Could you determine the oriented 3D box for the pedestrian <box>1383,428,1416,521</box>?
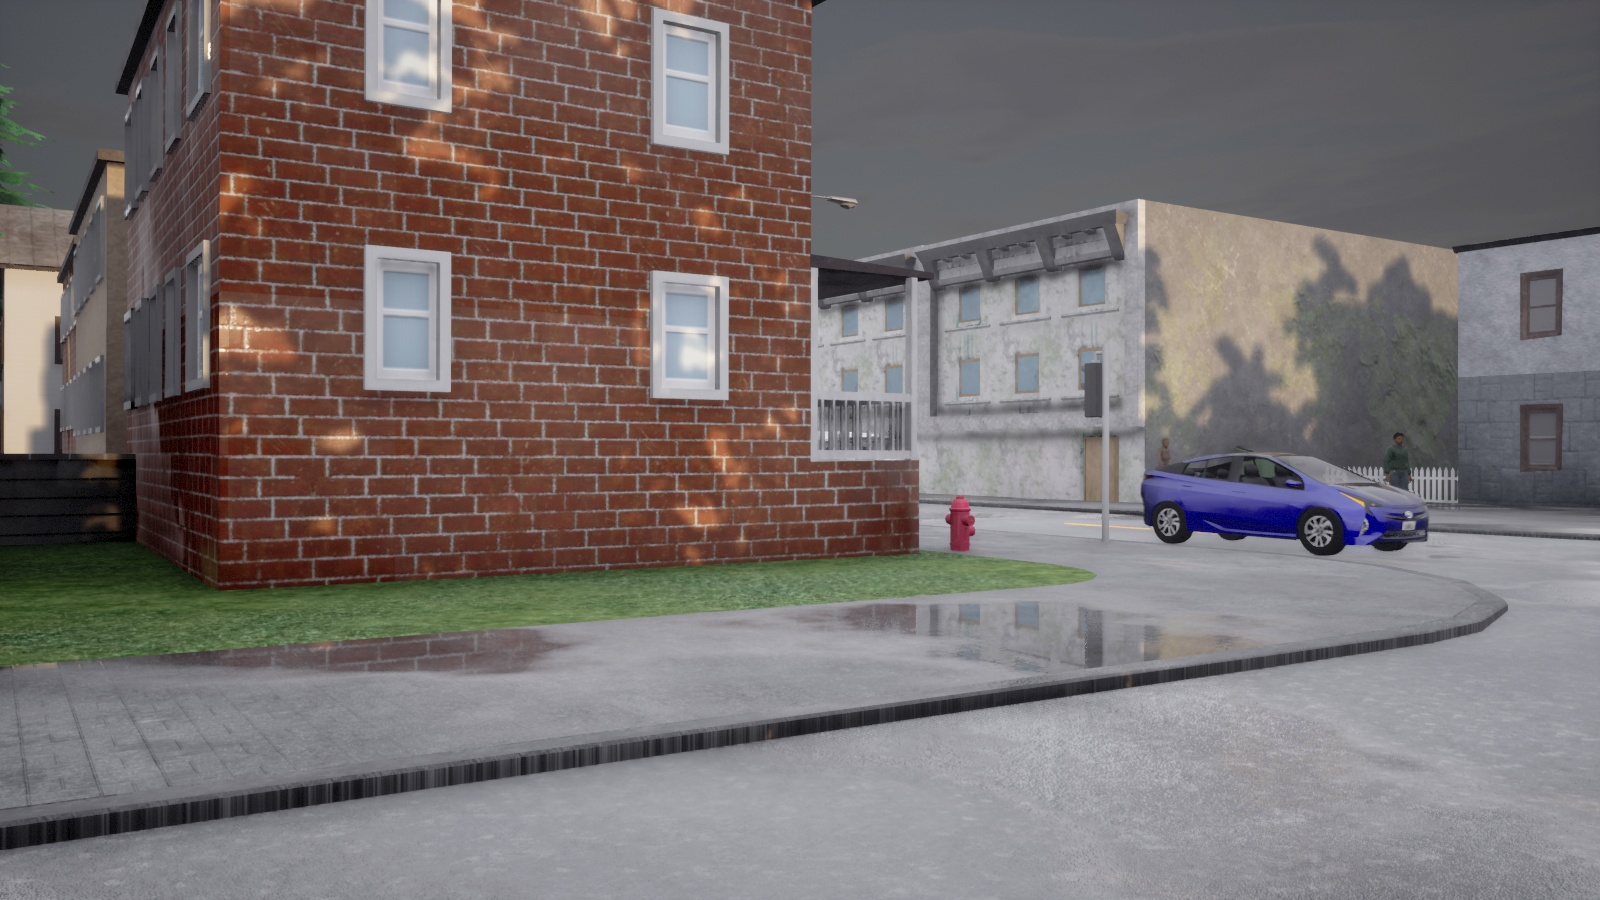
[{"bbox_3d":[12.145,0.491,25.450,0.353,1.847,0.614,0,0,-3],"label":"pedestrian"}]

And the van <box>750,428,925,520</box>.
[{"bbox_3d":[0.810,0.541,30.501,2.069,2.038,4.480,0,0,-33],"label":"van"}]

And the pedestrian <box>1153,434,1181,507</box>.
[{"bbox_3d":[9.356,0.513,32.013,0.331,1.846,0.634,0,0,-27],"label":"pedestrian"}]

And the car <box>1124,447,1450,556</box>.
[{"bbox_3d":[7.595,0.725,20.032,2.007,1.525,4.514,0,0,-33],"label":"car"}]
